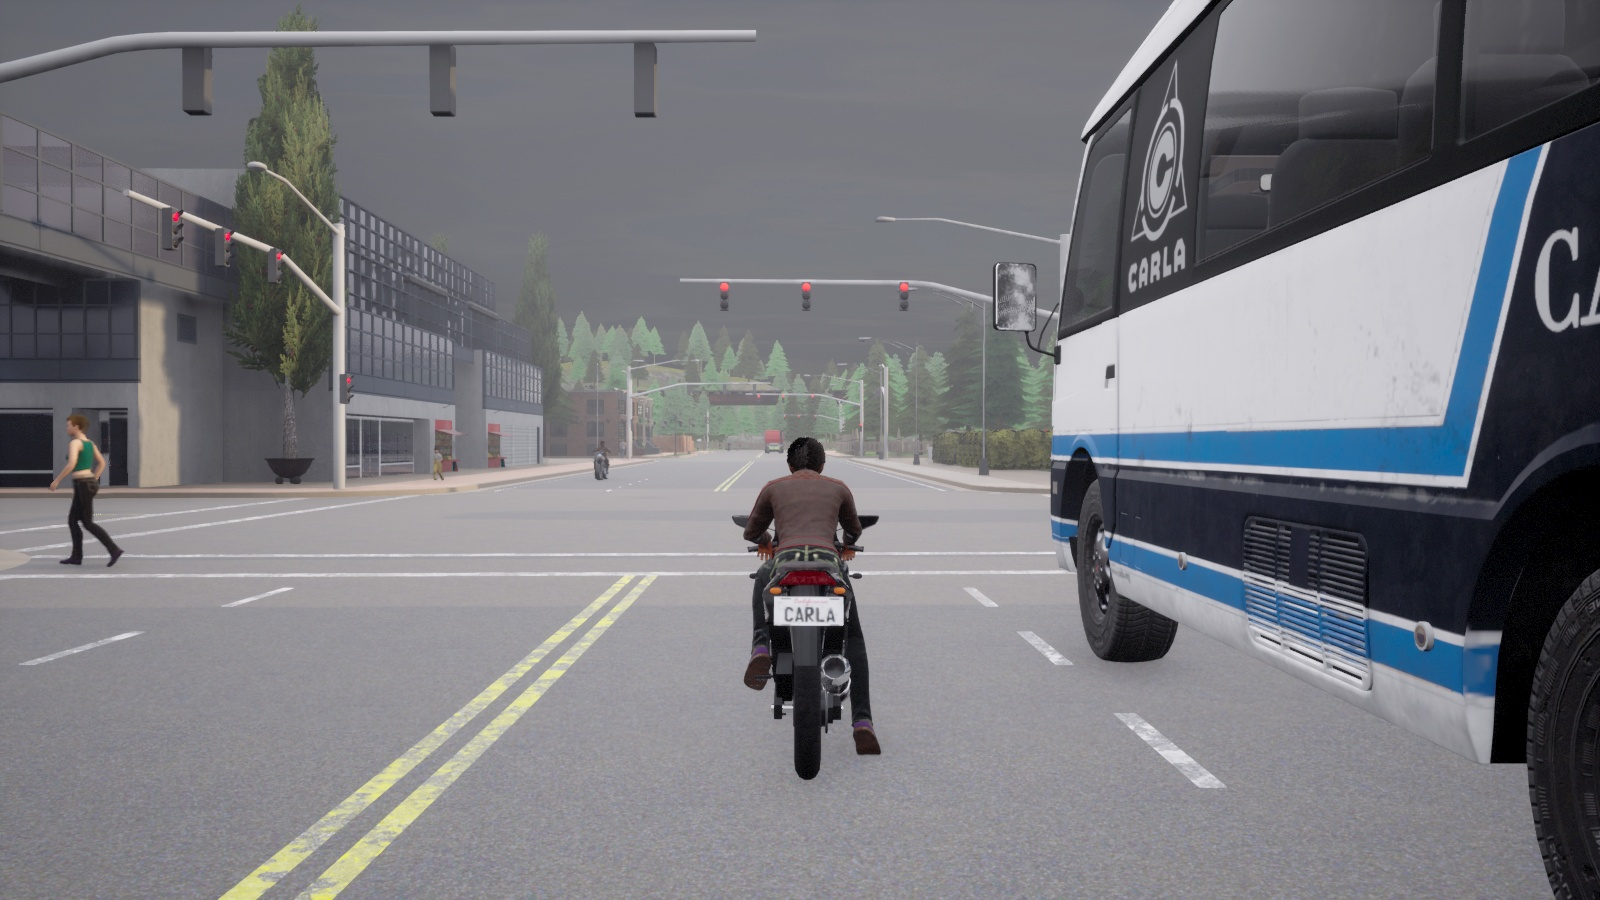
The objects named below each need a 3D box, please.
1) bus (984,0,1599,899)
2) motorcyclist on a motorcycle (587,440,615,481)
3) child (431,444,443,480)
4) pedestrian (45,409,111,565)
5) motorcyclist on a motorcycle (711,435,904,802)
[{"bbox_3d":[3.533,-0.659,5.564,3.944,4.253,10.273,0,0,0],"label":"bus"},{"bbox_3d":[-8.014,0.404,50.649,0.766,1.649,2.350,0,0,-1],"label":"motorcyclist on a motorcycle"},{"bbox_3d":[-12.845,0.424,44.476,0.270,1.263,0.437,0,0,5],"label":"child"},{"bbox_3d":[-8.620,0.433,14.997,0.594,1.836,0.345,0,0,-9],"label":"pedestrian"},{"bbox_3d":[0.030,0.693,6.236,0.797,1.523,2.044,0,0,0],"label":"motorcyclist on a motorcycle"}]
